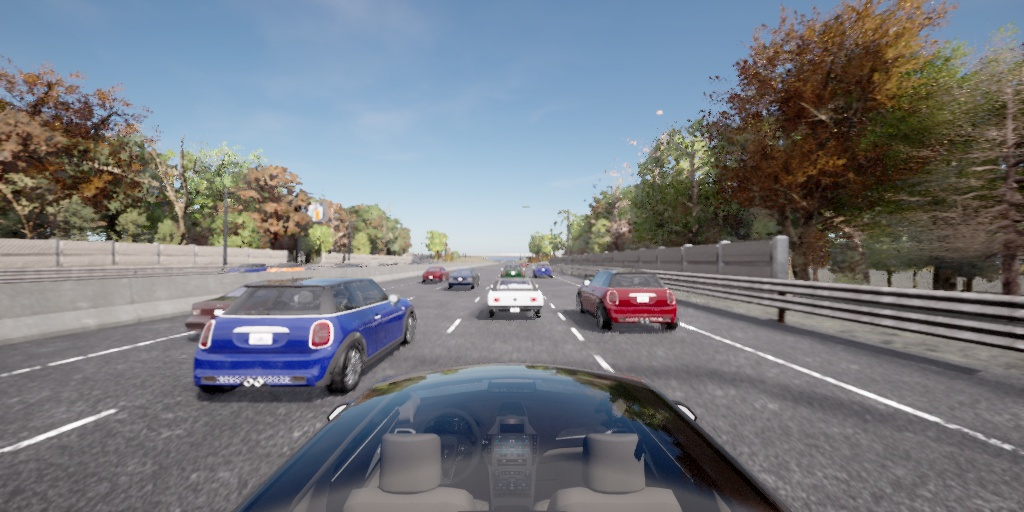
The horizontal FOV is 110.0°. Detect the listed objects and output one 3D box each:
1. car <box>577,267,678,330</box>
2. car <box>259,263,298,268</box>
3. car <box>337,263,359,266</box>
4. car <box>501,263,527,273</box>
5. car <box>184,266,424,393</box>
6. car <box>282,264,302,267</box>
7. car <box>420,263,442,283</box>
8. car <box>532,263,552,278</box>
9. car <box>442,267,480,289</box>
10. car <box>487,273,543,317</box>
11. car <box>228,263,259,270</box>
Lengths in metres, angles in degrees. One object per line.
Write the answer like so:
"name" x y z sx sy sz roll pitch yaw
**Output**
"car" 3.509 1.215 11.763 2.097 1.767 4.553 0 -1 0
"car" -24.584 1.569 38.990 2.097 1.767 4.553 0 -1 0
"car" -17.589 1.555 37.906 2.097 1.767 4.553 0 -1 0
"car" 0.101 1.471 31.452 2.097 1.767 4.553 0 -1 0
"car" -3.401 1.166 6.980 2.097 1.767 4.553 0 -1 0
"car" -21.093 1.791 36.889 1.895 1.301 4.718 0 -1 0
"car" -6.897 1.663 32.817 1.812 1.442 4.674 0 -1 0
"car" 3.501 1.600 42.408 2.097 1.767 4.553 0 -1 0
"car" -3.403 1.599 26.004 2.033 1.411 5.357 0 -1 0
"car" 0.101 1.501 13.966 1.895 1.301 4.718 0 -1 0
"car" -28.085 1.558 38.157 2.097 1.767 4.553 0 -1 0
